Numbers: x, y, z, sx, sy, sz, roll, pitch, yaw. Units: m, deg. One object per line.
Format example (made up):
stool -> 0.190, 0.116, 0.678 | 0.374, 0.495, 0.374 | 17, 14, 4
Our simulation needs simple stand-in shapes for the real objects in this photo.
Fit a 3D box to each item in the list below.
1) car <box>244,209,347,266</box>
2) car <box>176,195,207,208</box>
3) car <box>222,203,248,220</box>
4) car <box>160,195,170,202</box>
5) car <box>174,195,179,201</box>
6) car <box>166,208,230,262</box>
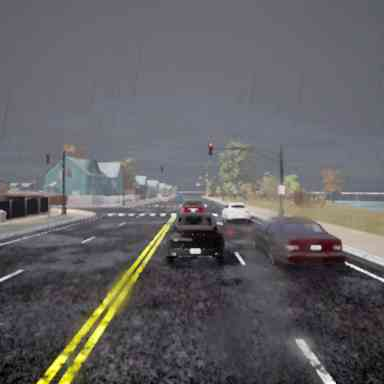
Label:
car -> 3.346, 1.548, 11.508 | 2.033, 1.411, 5.357 | 0, 0, 0
car -> 0.071, 1.358, 25.740 | 2.097, 1.767, 4.553 | 0, 0, -1
car -> 3.340, 1.531, 25.482 | 1.812, 1.442, 4.674 | 0, 0, 0
car -> -6.530, 1.436, 81.654 | 2.097, 1.767, 4.553 | 0, 0, 0
car -> -3.281, 1.558, 81.624 | 1.882, 1.535, 5.008 | 0, 0, 0
car -> 0.095, 1.503, 12.029 | 1.837, 1.490, 4.892 | 0, -1, 0
